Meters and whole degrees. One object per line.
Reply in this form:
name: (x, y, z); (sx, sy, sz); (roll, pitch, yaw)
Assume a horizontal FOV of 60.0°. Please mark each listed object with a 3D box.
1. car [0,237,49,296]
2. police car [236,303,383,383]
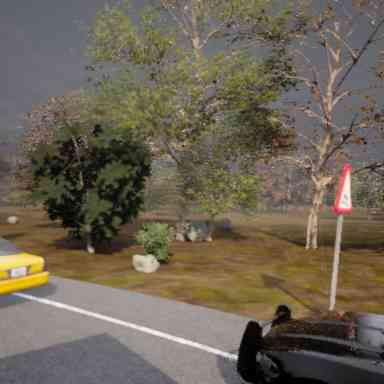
car: (-5.948, 1.687, 8.376); (5.366, 1.575, 1.801); (0, -2, 29)
police car: (2.845, 1.613, 2.594); (5.238, 1.638, 1.930); (-1, -3, 38)
